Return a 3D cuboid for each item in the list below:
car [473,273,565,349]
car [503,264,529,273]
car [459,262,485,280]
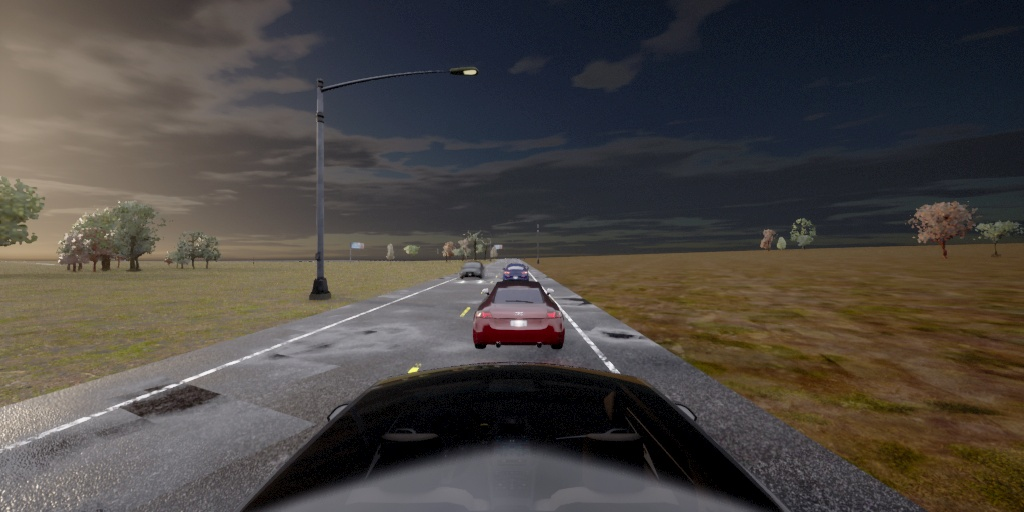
[{"bbox_3d":[0.155,1.316,9.169,1.994,1.385,4.181,0,0,1],"label":"car"},{"bbox_3d":[0.292,1.281,26.460,1.812,1.442,4.674,0,0,1],"label":"car"},{"bbox_3d":[-3.374,1.260,31.328,1.837,1.490,4.892,0,0,0],"label":"car"}]
